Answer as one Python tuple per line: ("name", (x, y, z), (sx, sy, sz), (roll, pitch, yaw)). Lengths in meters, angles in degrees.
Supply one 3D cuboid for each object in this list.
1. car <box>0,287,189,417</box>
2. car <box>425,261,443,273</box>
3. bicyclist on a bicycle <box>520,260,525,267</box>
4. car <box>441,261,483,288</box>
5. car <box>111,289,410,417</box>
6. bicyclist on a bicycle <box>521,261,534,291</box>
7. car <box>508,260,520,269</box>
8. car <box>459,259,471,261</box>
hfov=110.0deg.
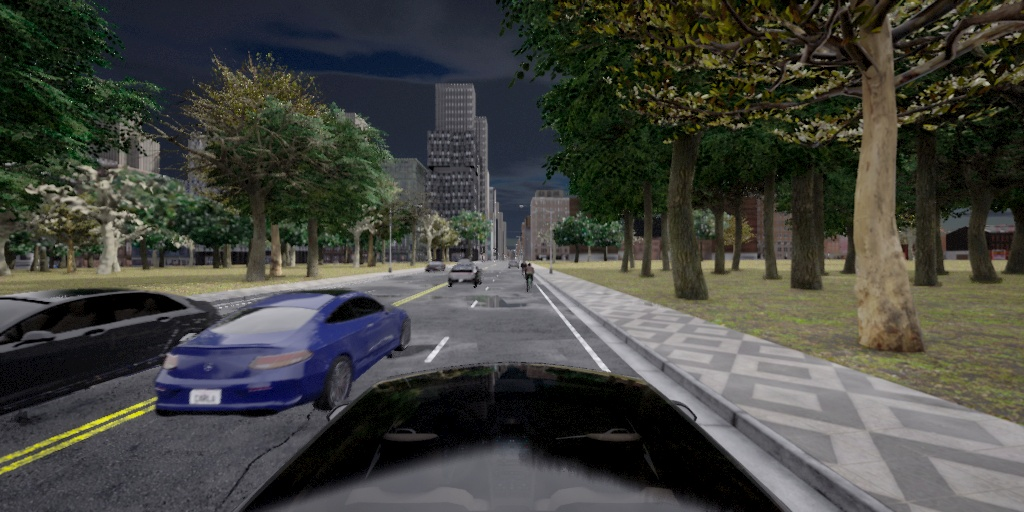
("car", (-6.586, 1.259, 4.962), (1.837, 1.490, 4.892), (0, 0, 0))
("car", (-9.680, 1.396, 45.799), (2.033, 1.411, 5.357), (0, 0, 0))
("bicyclist on a bicycle", (1.003, 1.170, 29.938), (0.659, 1.776, 1.843), (0, 0, 0))
("car", (-3.063, 1.277, 24.095), (2.128, 1.511, 4.902), (0, 0, 0))
("car", (-3.132, 1.281, 5.975), (1.812, 1.442, 4.674), (0, 0, 0))
("bicyclist on a bicycle", (0.964, 1.230, 19.716), (0.582, 1.620, 1.656), (0, 0, 0))
("car", (0.332, 1.406, 62.505), (2.128, 1.511, 4.902), (0, 0, 0))
("car", (-6.415, 1.210, 48.407), (2.097, 1.767, 4.553), (0, 0, 0))
